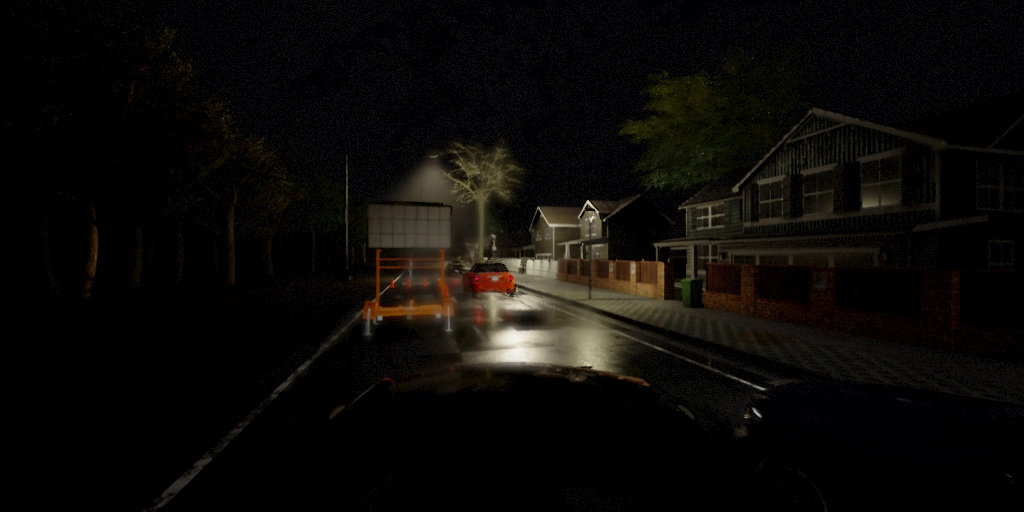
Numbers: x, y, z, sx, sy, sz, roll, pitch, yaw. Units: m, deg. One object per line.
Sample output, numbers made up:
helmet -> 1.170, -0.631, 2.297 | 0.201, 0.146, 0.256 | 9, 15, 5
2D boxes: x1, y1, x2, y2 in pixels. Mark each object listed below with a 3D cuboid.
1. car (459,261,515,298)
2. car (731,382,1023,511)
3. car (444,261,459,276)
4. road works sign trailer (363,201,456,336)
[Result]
car -> -1.311, 1.096, 18.675 | 2.097, 1.767, 4.553 | 0, 0, -14
car -> 3.127, 1.275, 1.149 | 1.812, 1.442, 4.674 | 0, 0, -14
car -> -5.792, 1.251, 36.413 | 1.837, 1.490, 4.892 | 0, 0, -14
road works sign trailer -> -2.985, 0.211, 10.613 | 2.380, 3.560, 2.880 | 0, 0, -14
